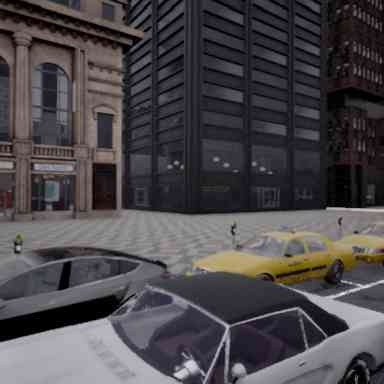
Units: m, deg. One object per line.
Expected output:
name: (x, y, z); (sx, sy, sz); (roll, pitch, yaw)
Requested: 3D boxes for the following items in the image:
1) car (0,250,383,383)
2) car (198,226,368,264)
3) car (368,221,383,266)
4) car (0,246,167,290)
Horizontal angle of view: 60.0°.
car: (-0.004, 1.614, 3.249); (4.718, 1.301, 1.895); (1, 0, -35)
car: (2.132, 1.572, 8.164); (4.829, 1.417, 1.752); (1, 0, -35)
car: (6.728, 1.614, 11.433); (4.829, 1.417, 1.752); (1, 0, -35)
car: (-2.326, 1.572, 4.992); (4.313, 1.339, 1.947); (1, 0, -35)
